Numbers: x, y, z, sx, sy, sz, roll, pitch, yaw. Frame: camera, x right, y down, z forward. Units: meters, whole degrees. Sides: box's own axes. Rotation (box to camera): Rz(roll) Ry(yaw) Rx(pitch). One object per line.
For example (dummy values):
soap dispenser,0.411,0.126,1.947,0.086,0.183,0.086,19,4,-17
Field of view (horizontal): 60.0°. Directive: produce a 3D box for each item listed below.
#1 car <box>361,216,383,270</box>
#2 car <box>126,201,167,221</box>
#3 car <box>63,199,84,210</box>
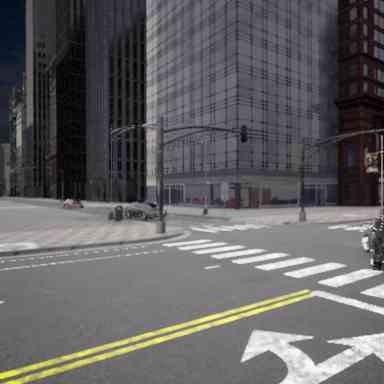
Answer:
car,6.723,1.525,10.703,1.837,1.490,4.892,3,1,24
car,-3.931,1.577,27.931,1.837,1.490,4.892,0,0,-35
car,-16.399,1.647,45.756,1.812,1.442,4.674,0,0,-35
